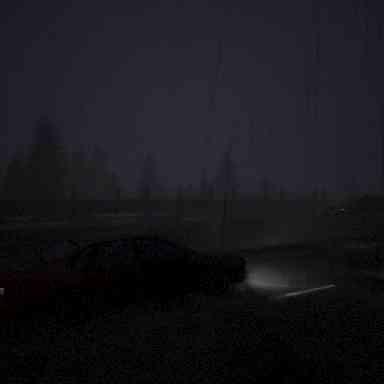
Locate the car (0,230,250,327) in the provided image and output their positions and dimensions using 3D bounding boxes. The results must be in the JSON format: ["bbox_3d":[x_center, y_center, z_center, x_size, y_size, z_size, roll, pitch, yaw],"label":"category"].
[{"bbox_3d":[-1.311,1.532,6.946,5.357,1.411,2.033,0,0,-33],"label":"car"}]

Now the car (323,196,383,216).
[{"bbox_3d":[13.026,1.297,26.030,5.566,2.045,2.150,0,0,-20],"label":"car"}]
